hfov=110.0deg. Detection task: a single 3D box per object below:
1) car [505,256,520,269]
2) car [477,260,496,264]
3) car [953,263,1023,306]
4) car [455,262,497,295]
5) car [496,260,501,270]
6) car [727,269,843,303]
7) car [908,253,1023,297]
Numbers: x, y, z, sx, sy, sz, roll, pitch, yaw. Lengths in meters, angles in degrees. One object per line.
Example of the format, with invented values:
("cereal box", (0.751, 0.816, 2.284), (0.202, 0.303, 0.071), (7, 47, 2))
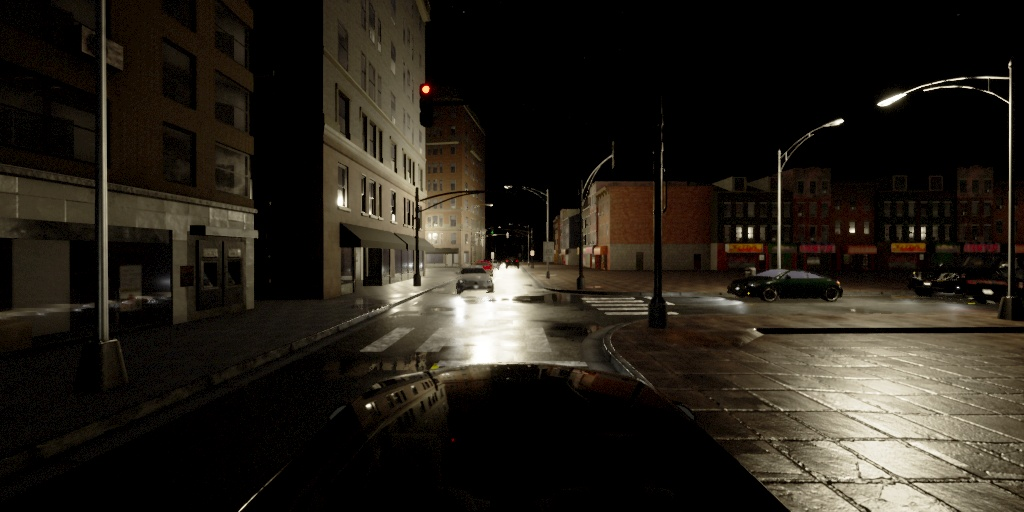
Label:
("car", (0.075, 0.987, 58.591), (2.150, 2.045, 5.566), (0, 0, 0))
("car", (-2.850, 1.232, 34.996), (1.882, 1.535, 5.008), (0, 1, 0))
("car", (19.901, 1.154, 13.125), (5.008, 1.535, 1.882), (0, 0, 0))
("car", (-2.224, 1.276, 20.137), (1.812, 1.442, 4.674), (0, 0, -11))
("car", (-2.762, 1.330, 52.437), (1.812, 1.442, 4.674), (0, 0, 0))
("car", (12.042, 1.261, 15.988), (4.181, 1.385, 1.994), (0, 0, 0))
("car", (21.320, 0.884, 16.038), (5.566, 2.045, 2.150), (0, 0, 0))
